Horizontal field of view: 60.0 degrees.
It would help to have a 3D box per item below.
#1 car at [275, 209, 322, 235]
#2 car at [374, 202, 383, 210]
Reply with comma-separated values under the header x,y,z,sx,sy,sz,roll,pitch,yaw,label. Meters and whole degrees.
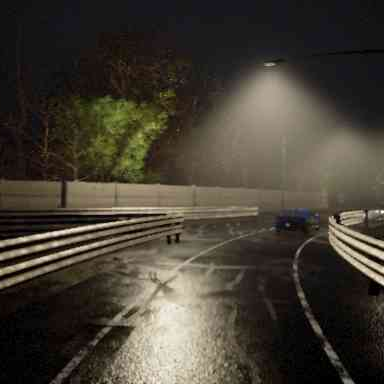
x,y,z,sx,sy,sz,roll,pitch,yaw,label
6.957,1.815,21.542,1.882,1.535,5.008,0,-1,33,car
36.341,2.602,63.743,2.128,1.511,4.902,0,-1,39,car
